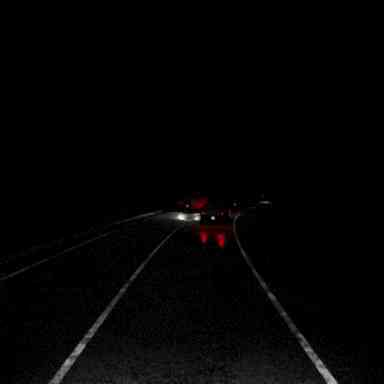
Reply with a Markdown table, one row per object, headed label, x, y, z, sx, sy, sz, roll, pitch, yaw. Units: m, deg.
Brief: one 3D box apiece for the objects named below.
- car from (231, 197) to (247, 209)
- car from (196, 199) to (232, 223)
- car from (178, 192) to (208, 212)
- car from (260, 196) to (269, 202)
| label | x | y | z | sx | sy | sz | roll | pitch | yaw |
| --- | --- | --- | --- | --- | --- | --- | --- | --- | --- |
| car | 5.856 | 1.346 | 42.199 | 1.812 | 1.442 | 4.674 | 2 | 1 | 18 |
| car | 1.762 | 1.485 | 24.896 | 1.895 | 1.301 | 4.718 | 1 | 1 | 8 |
| car | 0.219 | 0.982 | 34.764 | 2.150 | 2.045 | 5.566 | 1 | 1 | 14 |
| car | 16.644 | 1.370 | 72.991 | 2.033 | 1.411 | 5.357 | 4 | 1 | 33 |
